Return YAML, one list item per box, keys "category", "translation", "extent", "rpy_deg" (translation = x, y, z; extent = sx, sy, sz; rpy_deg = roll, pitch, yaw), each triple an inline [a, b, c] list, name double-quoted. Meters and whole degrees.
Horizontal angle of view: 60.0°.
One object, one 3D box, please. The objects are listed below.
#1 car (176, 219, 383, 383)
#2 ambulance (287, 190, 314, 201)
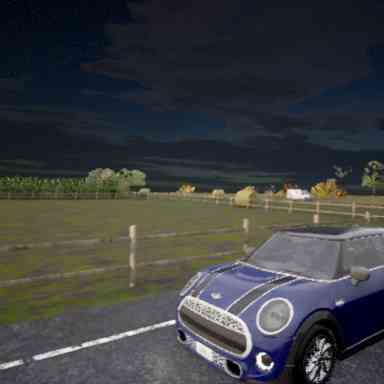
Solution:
- category: "car"
  translation: [1.981, 1.380, 5.406]
  extent: [4.553, 1.767, 2.097]
  rpy_deg: [1, 0, -35]
- category: "ambulance"
  translation: [24.859, 0.728, 76.279]
  extent: [2.351, 2.431, 6.366]
  rpy_deg: [2, 0, -32]
